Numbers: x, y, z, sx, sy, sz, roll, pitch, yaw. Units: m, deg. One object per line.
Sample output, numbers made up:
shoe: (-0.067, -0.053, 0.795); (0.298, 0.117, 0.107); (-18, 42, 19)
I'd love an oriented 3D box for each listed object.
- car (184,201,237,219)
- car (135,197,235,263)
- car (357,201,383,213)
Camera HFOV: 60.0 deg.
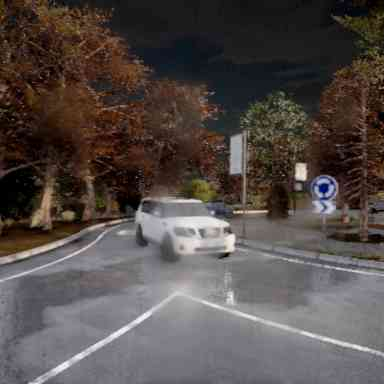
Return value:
car: (1.814, 1.609, 31.225); (2.033, 1.411, 5.357); (0, 0, 42)
car: (-0.555, 1.232, 12.665); (2.150, 2.045, 5.566); (1, 0, -25)
car: (20.593, 1.617, 35.532); (5.357, 1.411, 2.033); (1, 0, 24)
